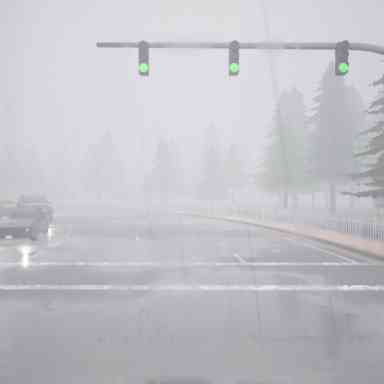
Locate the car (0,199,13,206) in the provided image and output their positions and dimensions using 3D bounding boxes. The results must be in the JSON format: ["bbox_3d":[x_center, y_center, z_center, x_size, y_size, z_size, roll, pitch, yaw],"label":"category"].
[{"bbox_3d":[-19.077,1.509,33.951,5.008,1.535,1.882,0,0,41],"label":"car"}]

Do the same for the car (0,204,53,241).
[{"bbox_3d":[-8.440,1.541,16.722,2.033,1.411,5.357,0,0,-15],"label":"car"}]

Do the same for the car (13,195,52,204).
[{"bbox_3d":[-12.441,1.235,26.094,2.150,2.045,5.566,0,0,-32],"label":"car"}]
